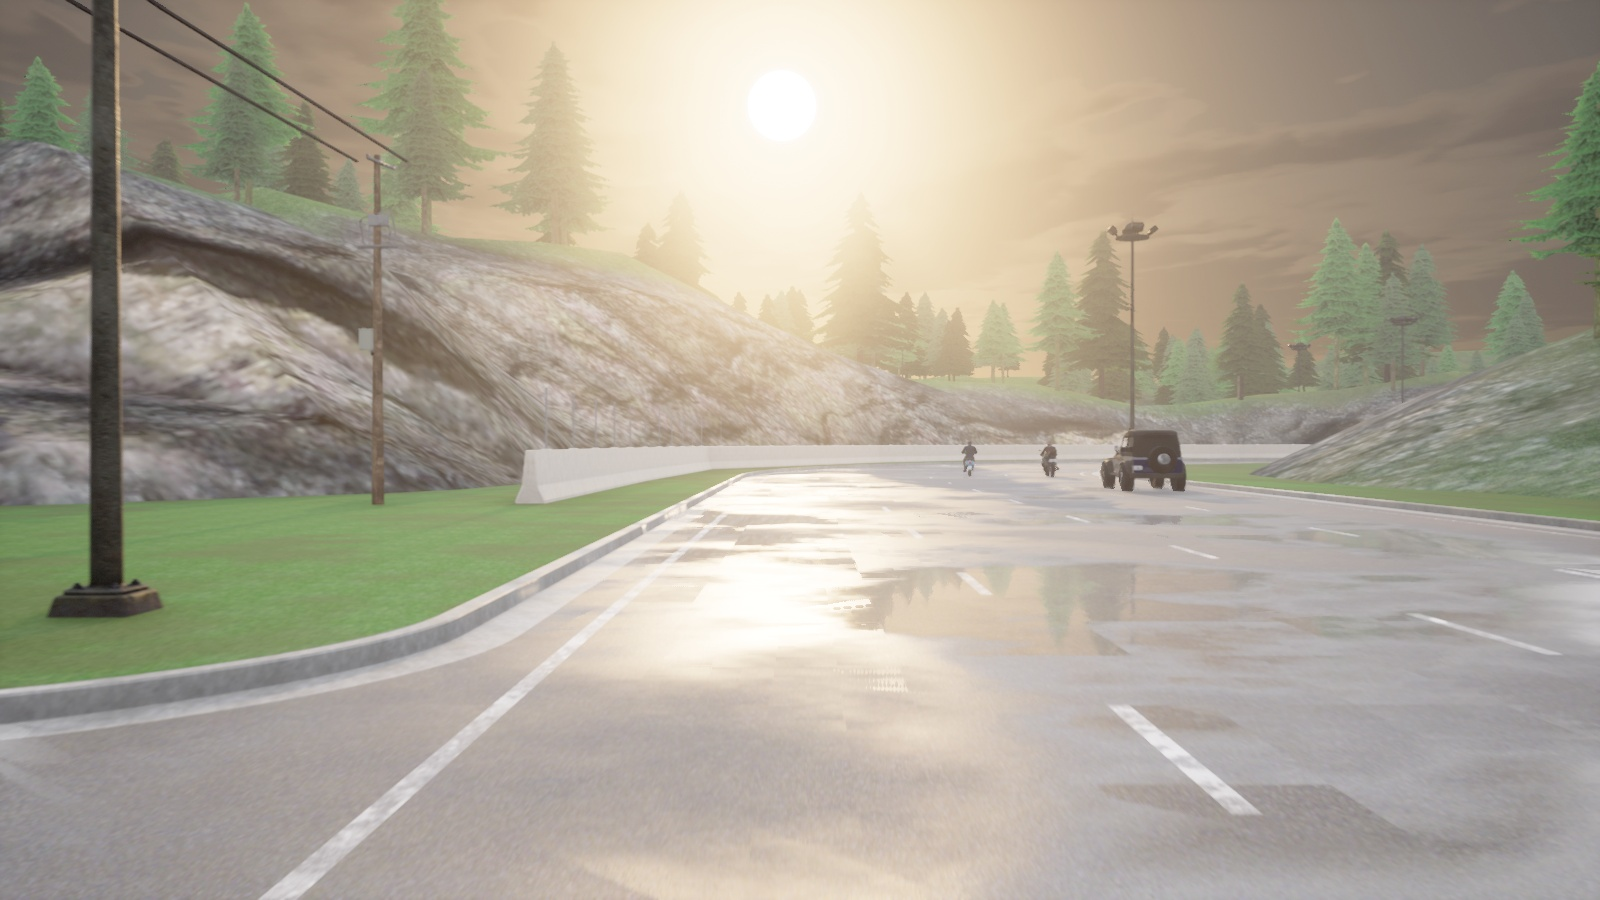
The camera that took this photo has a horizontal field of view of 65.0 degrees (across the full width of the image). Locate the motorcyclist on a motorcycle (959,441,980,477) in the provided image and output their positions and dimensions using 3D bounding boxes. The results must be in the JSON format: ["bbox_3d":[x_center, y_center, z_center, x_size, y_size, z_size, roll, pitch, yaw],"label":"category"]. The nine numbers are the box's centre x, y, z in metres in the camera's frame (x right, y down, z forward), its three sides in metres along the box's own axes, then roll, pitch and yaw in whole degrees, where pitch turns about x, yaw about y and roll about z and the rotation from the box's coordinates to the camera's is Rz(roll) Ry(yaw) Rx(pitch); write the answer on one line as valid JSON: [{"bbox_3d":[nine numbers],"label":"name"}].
[{"bbox_3d":[7.628,0.387,56.565,0.866,1.590,1.817,1,0,6],"label":"motorcyclist on a motorcycle"}]

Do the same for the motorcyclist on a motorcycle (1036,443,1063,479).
[{"bbox_3d":[10.962,0.479,55.231,0.866,1.530,2.191,1,0,4],"label":"motorcyclist on a motorcycle"}]

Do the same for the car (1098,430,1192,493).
[{"bbox_3d":[10.739,0.329,39.338,1.905,1.878,3.866,0,0,0],"label":"car"}]
